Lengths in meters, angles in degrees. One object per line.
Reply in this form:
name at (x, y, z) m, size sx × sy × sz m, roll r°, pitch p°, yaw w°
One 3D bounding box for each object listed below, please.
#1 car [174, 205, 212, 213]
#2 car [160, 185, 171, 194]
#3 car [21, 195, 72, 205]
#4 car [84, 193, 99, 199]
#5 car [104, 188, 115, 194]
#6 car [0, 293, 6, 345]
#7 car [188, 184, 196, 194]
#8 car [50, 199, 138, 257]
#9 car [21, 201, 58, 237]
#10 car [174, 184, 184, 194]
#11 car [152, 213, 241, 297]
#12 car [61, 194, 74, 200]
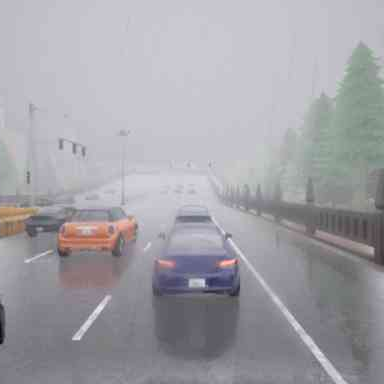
car at (0.066, 1.417, 17.722) m, size 1.882 × 1.535 × 5.008 m, roll 0°, pitch 0°, yaw 0°
car at (-7.077, -0.318, 86.133) m, size 1.812 × 1.442 × 4.674 m, roll 0°, pitch 7°, yaw 0°
car at (-16.234, 1.378, 36.897) m, size 4.892 × 1.490 × 1.837 m, roll 0°, pitch 1°, yaw -23°
car at (-21.129, 1.028, 70.280) m, size 2.033 × 1.411 × 5.357 m, roll 0°, pitch 2°, yaw 0°
car at (-21.080, -0.201, 85.345) m, size 1.994 × 1.385 × 4.181 m, roll 0°, pitch 6°, yaw 0°
car at (-3.406, 1.482, 2.533) m, size 2.128 × 1.511 × 4.902 m, roll 0°, pitch 0°, yaw 0°
car at (-0.077, -0.364, 86.104) m, size 1.882 × 1.535 × 5.008 m, roll 0°, pitch 7°, yaw 0°
car at (-3.425, 1.307, 12.923) m, size 2.097 × 1.767 × 4.553 m, roll 0°, pitch 0°, yaw 0°
car at (-6.936, 1.444, 17.565) m, size 1.837 × 1.490 × 4.892 m, roll 0°, pitch 0°, yaw 0°
car at (-3.577, -0.342, 86.117) m, size 1.837 × 1.490 × 4.892 m, roll 0°, pitch 7°, yaw 0°
car at (0.085, 1.497, 8.391) m, size 1.812 × 1.442 × 4.674 m, roll 0°, pitch 0°, yaw 0°
car at (-21.172, 1.161, 55.125) m, size 2.097 × 1.767 × 4.553 m, roll 0°, pitch 0°, yaw 0°
